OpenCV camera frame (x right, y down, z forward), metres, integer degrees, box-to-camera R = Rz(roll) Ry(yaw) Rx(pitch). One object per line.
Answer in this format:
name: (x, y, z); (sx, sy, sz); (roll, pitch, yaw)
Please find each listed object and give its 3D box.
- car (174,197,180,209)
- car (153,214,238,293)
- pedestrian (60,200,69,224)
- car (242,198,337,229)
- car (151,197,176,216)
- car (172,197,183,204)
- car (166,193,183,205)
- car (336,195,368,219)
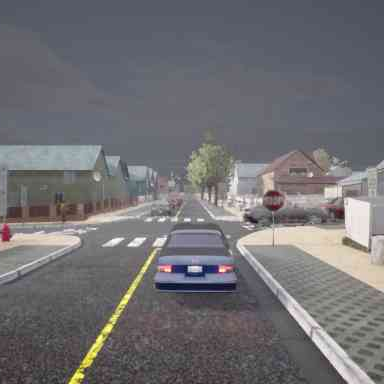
car: (-2.923, 1.603, 42.839); (1.895, 1.301, 4.718); (0, 0, 0)
car: (0.118, 1.550, 8.992); (2.033, 1.411, 5.357); (0, 0, 1)
pedestrian: (-9.738, 1.462, 25.242); (0.375, 1.860, 0.375); (0, 0, 0)
car: (5.427, 1.298, 19.495); (4.902, 1.511, 2.128); (-3, -1, -1)
car: (-2.894, 1.528, 32.744); (1.812, 1.442, 4.674); (0, 0, 0)
car: (-2.887, 1.593, 67.134); (1.895, 1.301, 4.718); (0, 0, 0)
car: (-2.949, 1.220, 53.526); (2.150, 2.045, 5.566); (0, 0, 0)
car: (10.326, 1.067, 22.487); (4.553, 1.767, 2.097); (-2, -1, -1)
